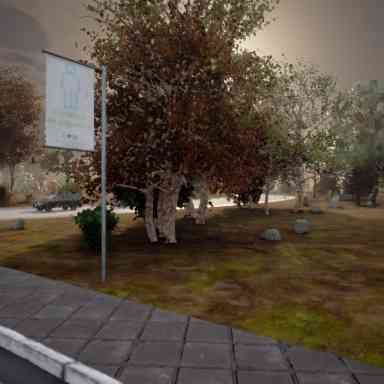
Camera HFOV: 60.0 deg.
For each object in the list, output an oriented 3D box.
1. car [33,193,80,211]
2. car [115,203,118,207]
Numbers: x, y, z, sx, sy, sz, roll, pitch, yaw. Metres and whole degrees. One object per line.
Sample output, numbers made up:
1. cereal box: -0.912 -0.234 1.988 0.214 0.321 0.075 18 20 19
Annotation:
1. car: -16.245 1.206 40.343 2.150 2.045 5.566 0 0 38
2. car: -9.938 1.455 48.467 1.837 1.490 4.892 0 0 37
